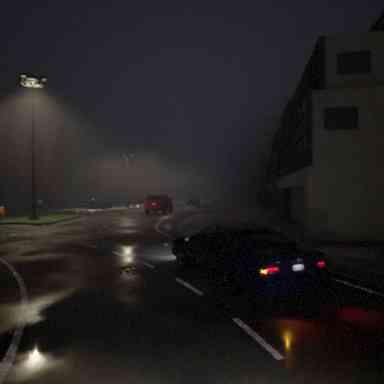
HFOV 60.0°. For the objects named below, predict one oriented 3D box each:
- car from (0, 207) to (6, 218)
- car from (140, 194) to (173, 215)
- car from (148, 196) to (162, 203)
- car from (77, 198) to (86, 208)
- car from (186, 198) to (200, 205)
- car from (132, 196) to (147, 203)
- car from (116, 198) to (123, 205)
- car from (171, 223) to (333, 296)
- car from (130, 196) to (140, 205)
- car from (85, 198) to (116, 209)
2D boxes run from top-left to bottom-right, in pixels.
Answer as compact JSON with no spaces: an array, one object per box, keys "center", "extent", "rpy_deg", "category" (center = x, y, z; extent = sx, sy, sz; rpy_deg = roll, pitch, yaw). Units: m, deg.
[{"center":[-18.751,1.724,28.705],"extent":[1.882,1.535,5.008],"rpy_deg":[-1,0,25],"category":"car"},{"center":[-3.423,1.274,35.274],"extent":[2.150,2.045,5.566],"rpy_deg":[-1,0,7],"category":"car"},{"center":[-8.464,1.715,75.858],"extent":[1.895,1.301,4.718],"rpy_deg":[-1,0,10],"category":"car"},{"center":[-16.149,1.711,51.868],"extent":[2.128,1.511,4.902],"rpy_deg":[-1,0,10],"category":"car"},{"center":[0.280,1.611,58.113],"extent":[1.895,1.301,4.718],"rpy_deg":[-1,0,10],"category":"car"},{"center":[-11.966,1.708,76.144],"extent":[1.994,1.385,4.181],"rpy_deg":[-1,0,10],"category":"car"},{"center":[-14.480,1.800,61.545],"extent":[1.895,1.301,4.718],"rpy_deg":[-1,0,11],"category":"car"},{"center":[1.115,1.535,8.805],"extent":[2.033,1.411,5.357],"rpy_deg":[-1,0,-23],"category":"car"},{"center":[-10.472,1.675,64.081],"extent":[1.812,1.442,4.674],"rpy_deg":[-1,0,10],"category":"car"},{"center":[-13.218,1.745,48.338],"extent":[1.994,1.385,4.181],"rpy_deg":[-1,0,10],"category":"car"}]
